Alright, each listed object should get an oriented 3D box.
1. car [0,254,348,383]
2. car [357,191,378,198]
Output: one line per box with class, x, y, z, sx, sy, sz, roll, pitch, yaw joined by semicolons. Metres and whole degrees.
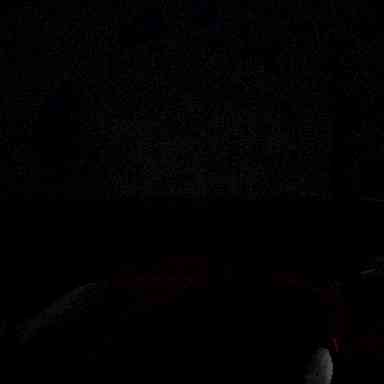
car;-0.386;1.485;3.314;5.008;1.535;1.882;0;0;-38
car;37.729;0.469;71.738;2.033;1.411;5.357;1;1;-2
